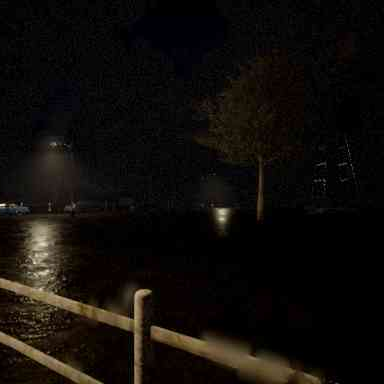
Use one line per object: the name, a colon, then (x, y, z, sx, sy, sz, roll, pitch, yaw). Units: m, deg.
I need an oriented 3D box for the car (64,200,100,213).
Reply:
car: (-14.757, 1.925, 44.642, 2.097, 1.767, 4.553, -2, -2, 36)

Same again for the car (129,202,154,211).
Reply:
car: (-8.070, 2.294, 53.926, 1.812, 1.442, 4.674, -2, -2, 36)

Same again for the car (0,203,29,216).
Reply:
car: (-20.729, 1.950, 36.332, 2.033, 1.411, 5.357, -2, -2, 35)
